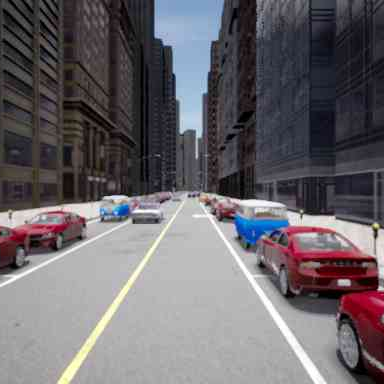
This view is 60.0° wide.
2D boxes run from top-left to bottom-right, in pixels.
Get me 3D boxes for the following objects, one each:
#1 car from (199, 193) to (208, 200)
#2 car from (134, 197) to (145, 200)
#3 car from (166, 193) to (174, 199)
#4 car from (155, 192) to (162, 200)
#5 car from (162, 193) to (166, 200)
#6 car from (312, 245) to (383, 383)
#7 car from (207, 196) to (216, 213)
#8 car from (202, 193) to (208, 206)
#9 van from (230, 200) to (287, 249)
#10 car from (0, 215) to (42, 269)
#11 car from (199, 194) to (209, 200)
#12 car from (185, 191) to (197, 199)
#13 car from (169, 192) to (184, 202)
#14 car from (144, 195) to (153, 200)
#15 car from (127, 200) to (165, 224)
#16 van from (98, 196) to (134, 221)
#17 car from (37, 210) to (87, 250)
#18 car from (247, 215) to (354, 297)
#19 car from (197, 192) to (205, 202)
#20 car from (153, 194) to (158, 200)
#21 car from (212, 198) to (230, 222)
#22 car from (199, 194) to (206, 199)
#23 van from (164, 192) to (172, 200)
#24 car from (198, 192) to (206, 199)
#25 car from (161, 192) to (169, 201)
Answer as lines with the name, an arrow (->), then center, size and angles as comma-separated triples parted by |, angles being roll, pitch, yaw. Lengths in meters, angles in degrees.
car -> 2.737, 1.019, 81.103 | 1.967, 1.590, 4.097 | 0, 0, 0
car -> -5.770, 1.419, 30.672 | 1.802, 1.307, 4.206 | 0, 0, 0
car -> -5.790, 1.079, 86.517 | 1.752, 1.417, 4.829 | 0, 0, 0
car -> -5.776, 1.189, 47.476 | 1.967, 1.590, 4.097 | 0, 0, 0
car -> -5.778, 1.285, 53.078 | 1.947, 1.339, 4.313 | 0, 0, 0
car -> 2.765, 1.530, 2.675 | 1.887, 1.381, 4.507 | 0, 0, 0
car -> 2.756, 1.277, 30.684 | 1.967, 1.590, 4.097 | 0, 0, 0
car -> 2.749, 1.293, 47.491 | 1.887, 1.381, 4.507 | 0, 0, 0
van -> 2.762, 1.267, 13.877 | 1.690, 1.788, 3.998 | 0, 0, 0
car -> -5.762, 1.500, 8.264 | 1.887, 1.381, 4.507 | 0, 0, 0
car -> 2.739, 1.156, 75.501 | 2.008, 1.369, 4.403 | 0, 0, 0
car -> -0.028, 0.773, 82.880 | 2.097, 1.767, 4.553 | 0, 0, 0
car -> -3.033, 1.251, 65.660 | 1.895, 1.301, 4.718 | 0, 0, 0
car -> -5.772, 1.248, 36.273 | 1.967, 1.590, 4.097 | 0, 0, 0
car -> -3.108, 1.474, 23.833 | 1.895, 1.301, 4.718 | 0, 0, 0
van -> -5.767, 1.208, 25.069 | 1.690, 1.788, 3.998 | 0, 0, 0
car -> -5.764, 1.471, 13.867 | 1.887, 1.381, 4.507 | 0, 0, 0
car -> 2.763, 1.500, 8.276 | 1.887, 1.381, 4.507 | 0, 0, 0
car -> 2.328, 1.119, 64.337 | 1.801, 1.575, 5.366 | 0, 0, 0
car -> -5.774, 1.344, 41.875 | 1.947, 1.339, 4.313 | 0, 0, 0
car -> 2.757, 1.411, 25.083 | 1.887, 1.381, 4.507 | 0, 0, 0
car -> 2.735, 1.134, 86.705 | 1.802, 1.307, 4.206 | 0, 0, 0
van -> -5.787, 0.920, 81.085 | 1.690, 1.788, 3.998 | 0, 0, 0
car -> 2.734, 0.841, 92.306 | 2.192, 1.841, 5.009 | 0, 0, 0
car -> -5.779, 1.005, 58.679 | 2.192, 1.841, 5.009 | 0, 0, 0
